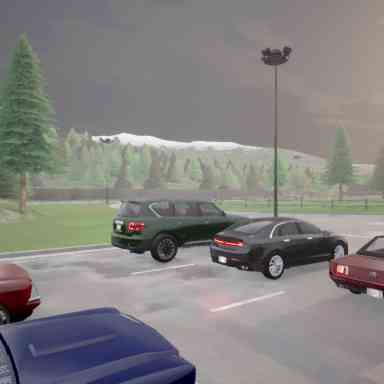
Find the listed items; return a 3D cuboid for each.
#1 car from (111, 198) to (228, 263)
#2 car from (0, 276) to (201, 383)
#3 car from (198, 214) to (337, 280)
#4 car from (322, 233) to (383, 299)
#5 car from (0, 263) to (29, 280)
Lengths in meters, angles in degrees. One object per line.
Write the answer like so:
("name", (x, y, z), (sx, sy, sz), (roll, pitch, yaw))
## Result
("car", (-0.162, 1.221, 12.250), (5.566, 2.045, 2.150), (0, 0, -35))
("car", (-2.217, 1.601, 2.166), (4.718, 1.301, 1.895), (0, 0, -35))
("car", (2.774, 1.505, 10.036), (4.892, 1.490, 1.837), (0, 0, -35))
("car", (5.236, 1.601, 7.487), (4.718, 1.301, 1.895), (0, 0, -35))
("car", (-4.761, 1.601, 4.652), (4.718, 1.301, 1.895), (0, 0, -35))
